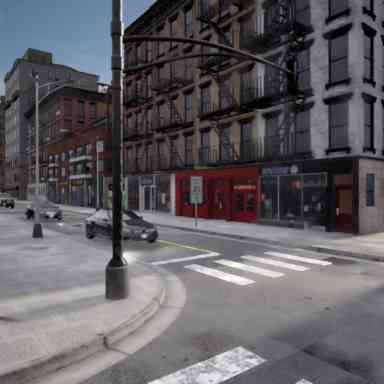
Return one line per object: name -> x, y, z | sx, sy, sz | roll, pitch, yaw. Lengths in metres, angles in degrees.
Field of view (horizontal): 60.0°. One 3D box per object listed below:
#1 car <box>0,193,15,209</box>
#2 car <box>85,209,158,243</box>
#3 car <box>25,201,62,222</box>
car -> -24.410, 1.129, 42.721 | 2.150, 2.045, 5.566 | 0, 0, -37
car -> -3.383, 1.508, 15.235 | 1.812, 1.442, 4.674 | 0, 0, -39
car -> -11.597, 1.446, 25.896 | 2.128, 1.511, 4.902 | 0, 1, -38
